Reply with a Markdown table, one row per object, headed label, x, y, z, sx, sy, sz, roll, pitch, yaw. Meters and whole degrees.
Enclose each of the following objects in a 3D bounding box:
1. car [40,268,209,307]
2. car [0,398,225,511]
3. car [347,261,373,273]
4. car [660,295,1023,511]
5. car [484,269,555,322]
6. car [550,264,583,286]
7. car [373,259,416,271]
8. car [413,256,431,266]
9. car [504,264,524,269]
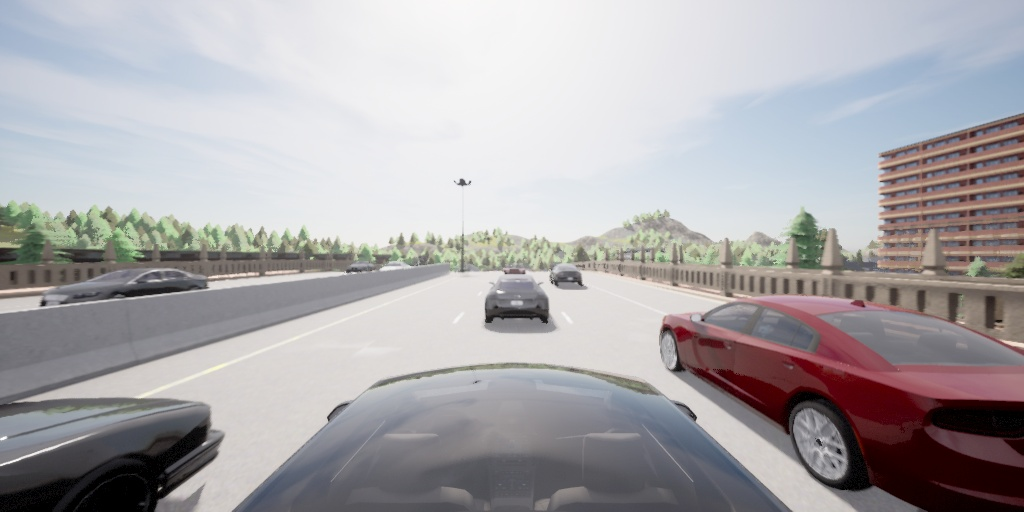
| label | x | y | z | sx | sy | sz | roll | pitch | yaw |
| --- | --- | --- | --- | --- | --- | --- | --- | --- | --- |
| car | -14.045 | 1.214 | 13.441 | 2.128 | 1.511 | 4.902 | 0 | 0 | 0 |
| car | -3.403 | 1.292 | 0.572 | 2.033 | 1.411 | 5.357 | 0 | 0 | 0 |
| car | -17.359 | 1.292 | 41.523 | 1.994 | 1.385 | 4.181 | 0 | -1 | 1 |
| car | 3.630 | 1.233 | 4.592 | 1.882 | 1.535 | 5.008 | 0 | 0 | 0 |
| car | 0.145 | 1.311 | 12.227 | 1.994 | 1.385 | 4.181 | 0 | 0 | 0 |
| car | 3.687 | 1.275 | 24.953 | 1.812 | 1.442 | 4.674 | 0 | 0 | 0 |
| car | -10.429 | 1.248 | 32.196 | 1.812 | 1.442 | 4.674 | 0 | 0 | 1 |
| car | -13.795 | 1.030 | 53.947 | 2.150 | 2.045 | 5.566 | 0 | -4 | 0 |
| car | 0.215 | 1.342 | 32.132 | 1.895 | 1.301 | 4.718 | 0 | 0 | 0 |
